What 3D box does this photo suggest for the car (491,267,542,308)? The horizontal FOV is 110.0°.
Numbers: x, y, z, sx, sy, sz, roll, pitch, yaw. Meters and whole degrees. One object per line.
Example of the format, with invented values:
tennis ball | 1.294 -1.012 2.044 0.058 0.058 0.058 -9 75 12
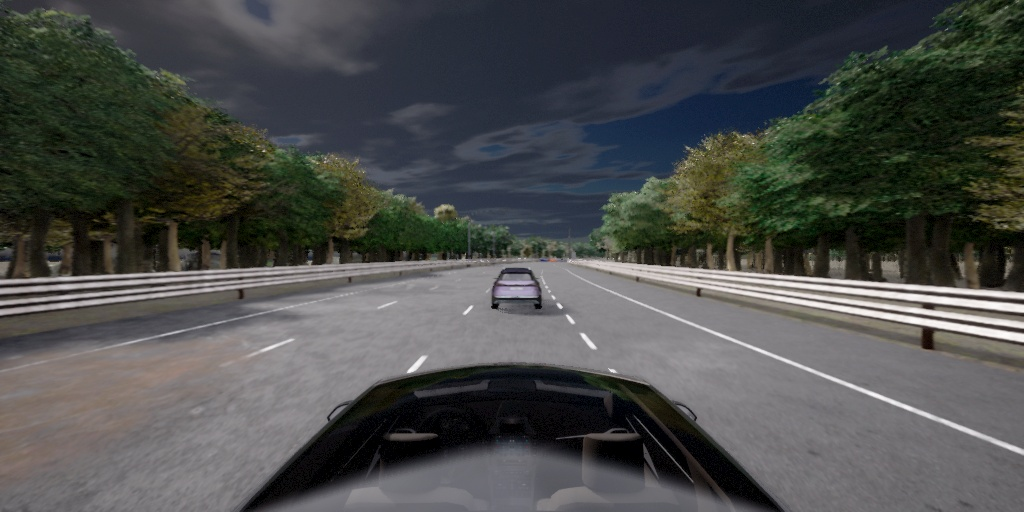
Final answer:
car | 0.182 1.266 15.199 2.033 1.649 4.856 0 -1 1
